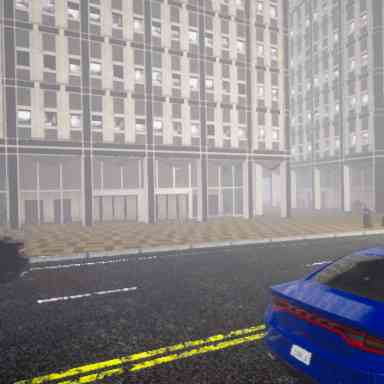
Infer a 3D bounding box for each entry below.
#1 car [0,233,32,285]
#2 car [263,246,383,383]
[{"bbox_3d":[-6.141,1.510,7.093,4.892,1.490,1.837,0,0,-28],"label":"car"},{"bbox_3d":[3.299,1.477,4.460,5.008,1.535,1.882,0,0,-27],"label":"car"}]
